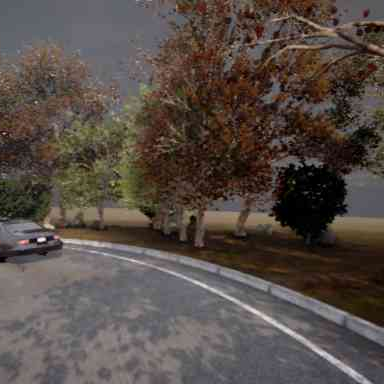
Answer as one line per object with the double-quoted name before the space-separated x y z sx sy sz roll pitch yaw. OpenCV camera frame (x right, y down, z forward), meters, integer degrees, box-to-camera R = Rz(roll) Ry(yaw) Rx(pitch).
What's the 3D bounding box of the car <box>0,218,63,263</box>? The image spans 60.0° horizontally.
"car" -7.207 1.706 12.571 5.357 1.411 2.033 -1 0 32
